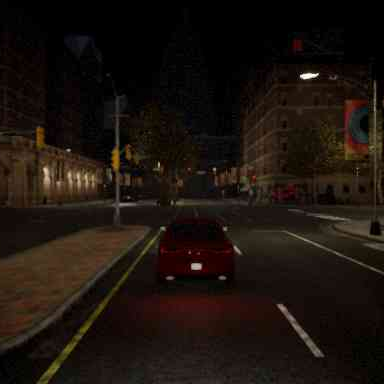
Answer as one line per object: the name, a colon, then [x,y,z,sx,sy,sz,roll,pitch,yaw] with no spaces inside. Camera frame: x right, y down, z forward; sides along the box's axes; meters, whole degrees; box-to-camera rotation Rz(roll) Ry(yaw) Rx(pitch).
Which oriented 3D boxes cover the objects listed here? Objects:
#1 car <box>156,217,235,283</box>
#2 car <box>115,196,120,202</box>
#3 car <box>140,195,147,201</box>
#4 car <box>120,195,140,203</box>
car: [0.063,1.454,9.679,1.882,1.535,5.008,0,0,-1]
car: [-14.898,1.424,69.898,1.895,1.301,4.718,0,0,0]
car: [-11.668,1.348,78.563,2.033,1.411,5.357,0,0,0]
car: [-11.664,1.447,63.114,1.895,1.301,4.718,0,0,0]
